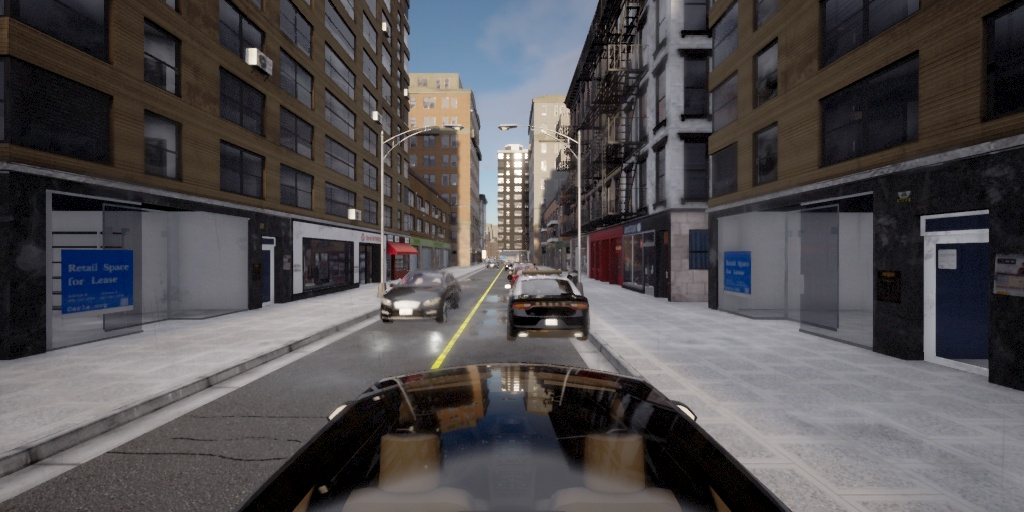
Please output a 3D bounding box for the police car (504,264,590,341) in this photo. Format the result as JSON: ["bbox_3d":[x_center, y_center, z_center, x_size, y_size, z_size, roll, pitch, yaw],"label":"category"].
[{"bbox_3d":[0.819,1.174,10.033,1.930,1.638,5.238,0,0,0],"label":"police car"}]

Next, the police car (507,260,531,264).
[{"bbox_3d":[0.804,1.169,26.033,1.930,1.638,5.238,0,0,0],"label":"police car"}]

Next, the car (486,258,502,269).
[{"bbox_3d":[-2.890,1.232,54.323,2.128,1.511,4.902,0,0,0],"label":"car"}]

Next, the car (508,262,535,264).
[{"bbox_3d":[0.810,1.272,19.923,1.812,1.442,4.674,0,0,0],"label":"car"}]

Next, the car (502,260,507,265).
[{"bbox_3d":[0.003,1.341,47.863,1.895,1.301,4.718,0,0,1],"label":"car"}]

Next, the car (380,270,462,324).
[{"bbox_3d":[-2.859,1.240,12.117,2.128,1.511,4.902,0,0,0],"label":"car"}]
